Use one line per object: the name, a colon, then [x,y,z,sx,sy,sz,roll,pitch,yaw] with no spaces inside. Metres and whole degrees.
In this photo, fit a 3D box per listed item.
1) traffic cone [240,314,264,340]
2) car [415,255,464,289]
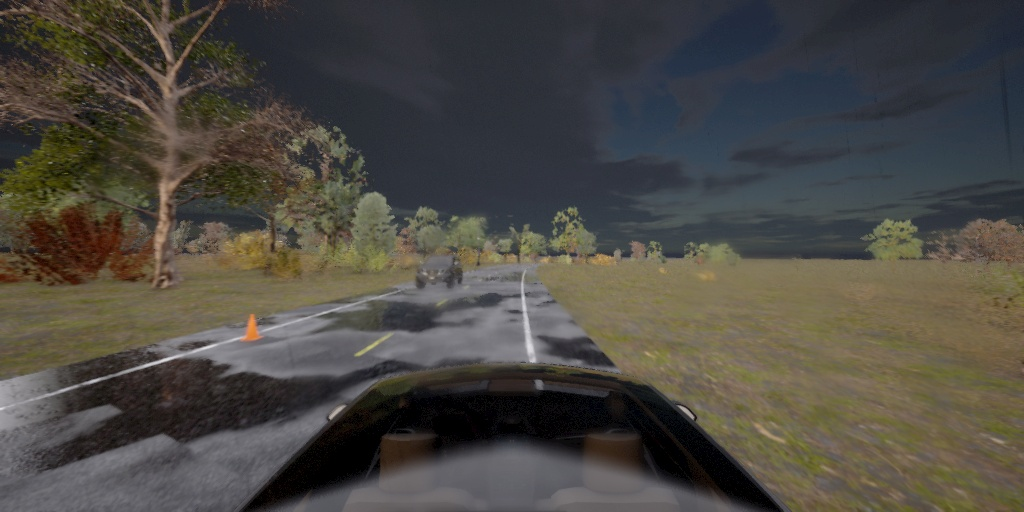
traffic cone: [-6.238,1.691,8.618,0.340,0.580,0.340,0,0,0]
car: [-4.578,0.920,23.609,2.150,2.045,5.566,0,0,2]
